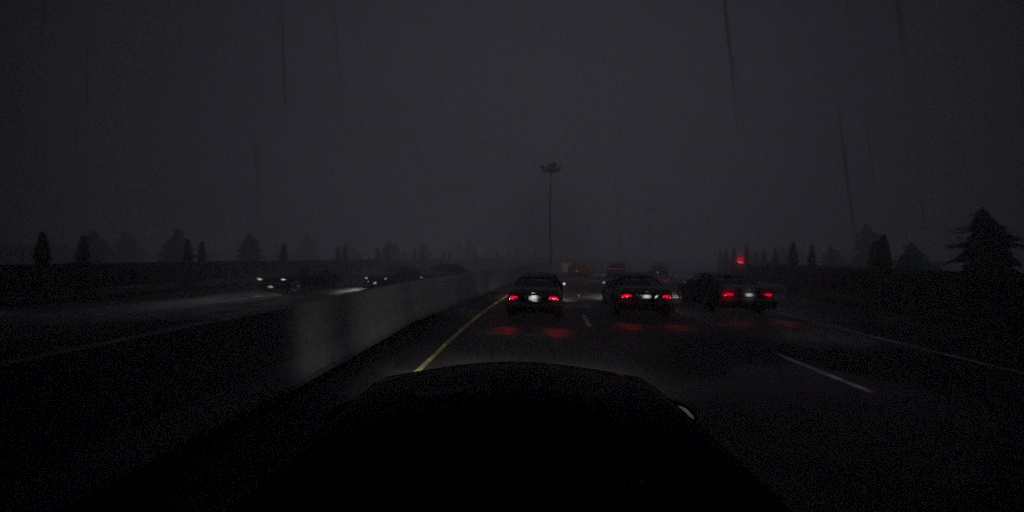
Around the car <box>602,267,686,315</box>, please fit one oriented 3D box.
[{"bbox_3d":[4.579,1.316,13.675,2.033,1.411,5.357,0,0,8],"label":"car"}]

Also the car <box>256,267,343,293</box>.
[{"bbox_3d":[-12.106,1.298,20.765,1.895,1.301,4.718,0,0,11],"label":"car"}]

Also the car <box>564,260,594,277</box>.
[{"bbox_3d":[6.878,1.254,35.394,1.882,1.535,5.008,0,0,21],"label":"car"}]

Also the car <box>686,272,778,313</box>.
[{"bbox_3d":[8.193,1.332,14.261,2.033,1.411,5.357,0,0,9],"label":"car"}]

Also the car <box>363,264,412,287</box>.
[{"bbox_3d":[-7.778,1.262,24.477,2.033,1.411,5.357,0,0,13],"label":"car"}]

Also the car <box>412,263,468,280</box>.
[{"bbox_3d":[-4.359,1.235,23.478,1.837,1.490,4.892,0,0,13],"label":"car"}]

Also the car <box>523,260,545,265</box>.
[{"bbox_3d":[3.692,1.362,59.847,1.895,1.301,4.718,0,0,33],"label":"car"}]

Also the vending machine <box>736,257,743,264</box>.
[{"bbox_3d":[25.310,1.050,39.995,1.100,2.100,0.880,0,0,30],"label":"vending machine"}]

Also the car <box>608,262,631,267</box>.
[{"bbox_3d":[10.231,1.296,34.350,1.837,1.490,4.892,0,0,22],"label":"car"}]

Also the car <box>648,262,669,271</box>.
[{"bbox_3d":[14.706,1.336,36.047,1.812,1.442,4.674,0,0,23],"label":"car"}]

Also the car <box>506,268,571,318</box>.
[{"bbox_3d":[0.969,1.301,13.103,2.033,1.411,5.357,0,0,8],"label":"car"}]
